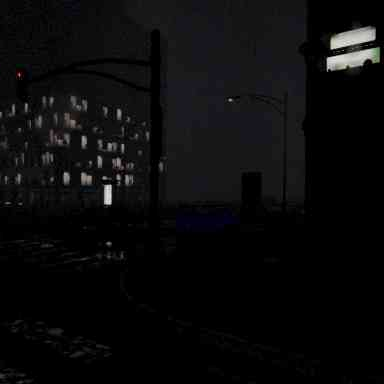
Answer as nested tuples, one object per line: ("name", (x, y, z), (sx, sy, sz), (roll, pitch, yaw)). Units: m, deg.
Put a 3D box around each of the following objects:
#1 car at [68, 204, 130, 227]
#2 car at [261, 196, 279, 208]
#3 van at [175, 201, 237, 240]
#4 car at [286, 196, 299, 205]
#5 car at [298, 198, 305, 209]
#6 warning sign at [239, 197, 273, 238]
("car", (-5.999, 1.467, 21.879), (1.947, 1.339, 4.313), (1, 1, 35))
("car", (10.034, 1.293, 44.420), (1.967, 1.590, 4.097), (1, 1, 35))
("van", (0.833, 1.368, 17.019), (1.690, 1.788, 3.998), (1, 1, 35))
("car", (16.349, 1.364, 53.300), (1.752, 1.417, 4.829), (1, 1, 35))
("car", (15.591, 1.442, 42.344), (1.837, 1.490, 4.892), (1, 1, 36))
("warning sign", (3.115, 1.177, 16.125), (1.300, 1.860, 1.060), (1, 1, 35))
